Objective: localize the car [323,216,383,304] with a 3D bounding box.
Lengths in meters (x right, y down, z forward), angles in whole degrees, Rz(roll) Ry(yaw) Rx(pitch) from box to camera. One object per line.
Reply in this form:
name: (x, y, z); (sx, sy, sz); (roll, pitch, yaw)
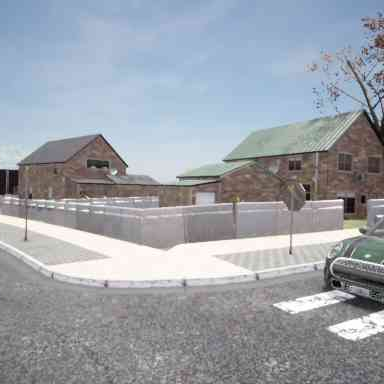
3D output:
car: (5.026, 1.247, 7.415); (4.553, 1.767, 2.097); (0, 2, -33)
